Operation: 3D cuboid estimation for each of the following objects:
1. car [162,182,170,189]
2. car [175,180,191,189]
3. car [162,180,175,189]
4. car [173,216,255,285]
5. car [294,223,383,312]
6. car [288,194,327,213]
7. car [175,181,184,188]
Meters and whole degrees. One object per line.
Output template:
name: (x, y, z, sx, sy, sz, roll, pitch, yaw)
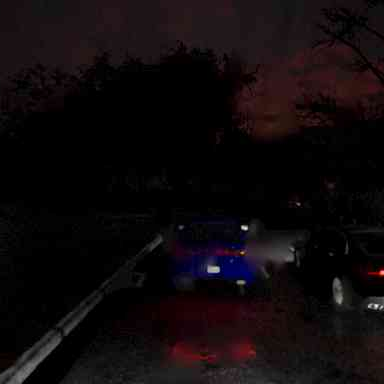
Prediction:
car: (-6.518, -1.616, 83.604, 2.128, 1.511, 4.902, 0, 1, -5)
car: (-1.692, -1.669, 72.996, 2.150, 2.045, 5.566, -1, 2, -10)
car: (-5.043, -1.664, 73.293, 2.150, 2.045, 5.566, -1, 2, -10)
car: (0.598, 1.422, 9.425, 1.882, 1.535, 5.008, 0, 1, 3)
car: (3.739, 1.481, 7.648, 1.837, 1.490, 4.892, 0, 1, 3)
car: (9.496, 0.862, 27.210, 2.033, 1.411, 5.357, 2, 4, 35)
car: (-3.247, -1.794, 83.536, 2.097, 1.767, 4.553, 0, 1, -5)
